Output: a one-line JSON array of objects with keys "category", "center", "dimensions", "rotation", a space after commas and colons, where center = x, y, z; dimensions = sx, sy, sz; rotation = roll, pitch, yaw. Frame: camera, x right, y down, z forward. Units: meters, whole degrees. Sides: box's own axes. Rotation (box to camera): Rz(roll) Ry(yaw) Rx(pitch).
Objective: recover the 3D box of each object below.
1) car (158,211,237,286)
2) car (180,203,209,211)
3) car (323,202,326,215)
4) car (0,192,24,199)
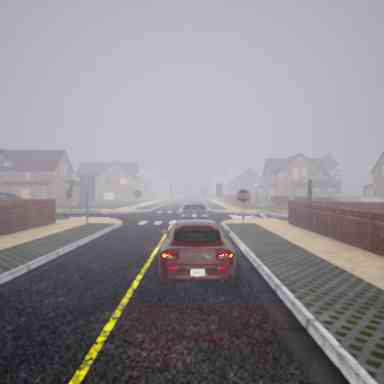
[{"category": "car", "center": [0.121, 1.481, 9.162], "dimensions": [1.812, 1.442, 4.674], "rotation": [0, 0, 0]}, {"category": "car", "center": [0.149, 1.447, 22.193], "dimensions": [2.033, 1.411, 5.357], "rotation": [0, 0, 0]}, {"category": "car", "center": [11.164, 1.496, 30.560], "dimensions": [4.181, 1.385, 1.994], "rotation": [0, 0, 0]}, {"category": "car", "center": [-15.382, 1.036, 27.604], "dimensions": [5.566, 2.045, 2.150], "rotation": [1, 0, 0]}]
